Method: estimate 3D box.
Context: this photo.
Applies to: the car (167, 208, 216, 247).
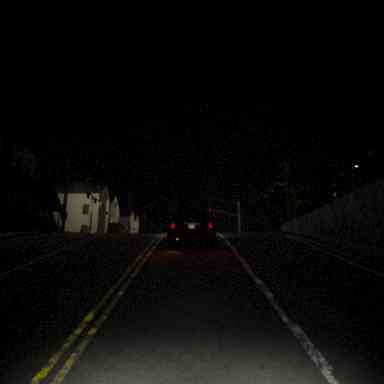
[{"bbox_3d":[-0.009,1.524,15.966,2.097,1.767,4.553,0,-2,0],"label":"car"}]
